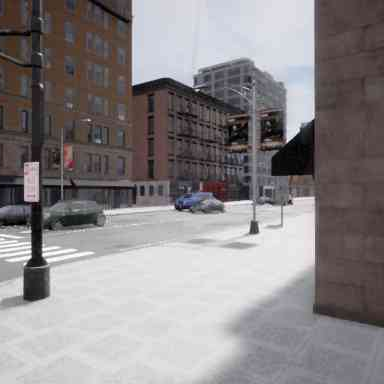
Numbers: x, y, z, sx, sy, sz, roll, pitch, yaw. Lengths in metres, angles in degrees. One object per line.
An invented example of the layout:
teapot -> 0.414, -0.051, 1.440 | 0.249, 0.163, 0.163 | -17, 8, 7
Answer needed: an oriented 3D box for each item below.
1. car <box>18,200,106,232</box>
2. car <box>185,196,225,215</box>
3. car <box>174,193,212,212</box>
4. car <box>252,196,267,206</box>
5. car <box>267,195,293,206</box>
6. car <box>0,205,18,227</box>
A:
car -> -7.482, 1.301, 19.992 | 2.097, 1.767, 4.553 | 0, 0, 35
car -> 1.622, 1.408, 32.919 | 1.812, 1.442, 4.674 | 0, 0, 35
car -> 0.366, 1.099, 36.777 | 2.150, 2.045, 5.566 | 0, 0, 35
car -> 10.950, 1.371, 51.638 | 1.812, 1.442, 4.674 | 0, 0, 35
car -> 13.416, 1.145, 49.502 | 2.097, 1.767, 4.553 | 0, 0, 35
car -> -10.941, 1.508, 20.752 | 2.033, 1.411, 5.357 | 0, 0, 36
